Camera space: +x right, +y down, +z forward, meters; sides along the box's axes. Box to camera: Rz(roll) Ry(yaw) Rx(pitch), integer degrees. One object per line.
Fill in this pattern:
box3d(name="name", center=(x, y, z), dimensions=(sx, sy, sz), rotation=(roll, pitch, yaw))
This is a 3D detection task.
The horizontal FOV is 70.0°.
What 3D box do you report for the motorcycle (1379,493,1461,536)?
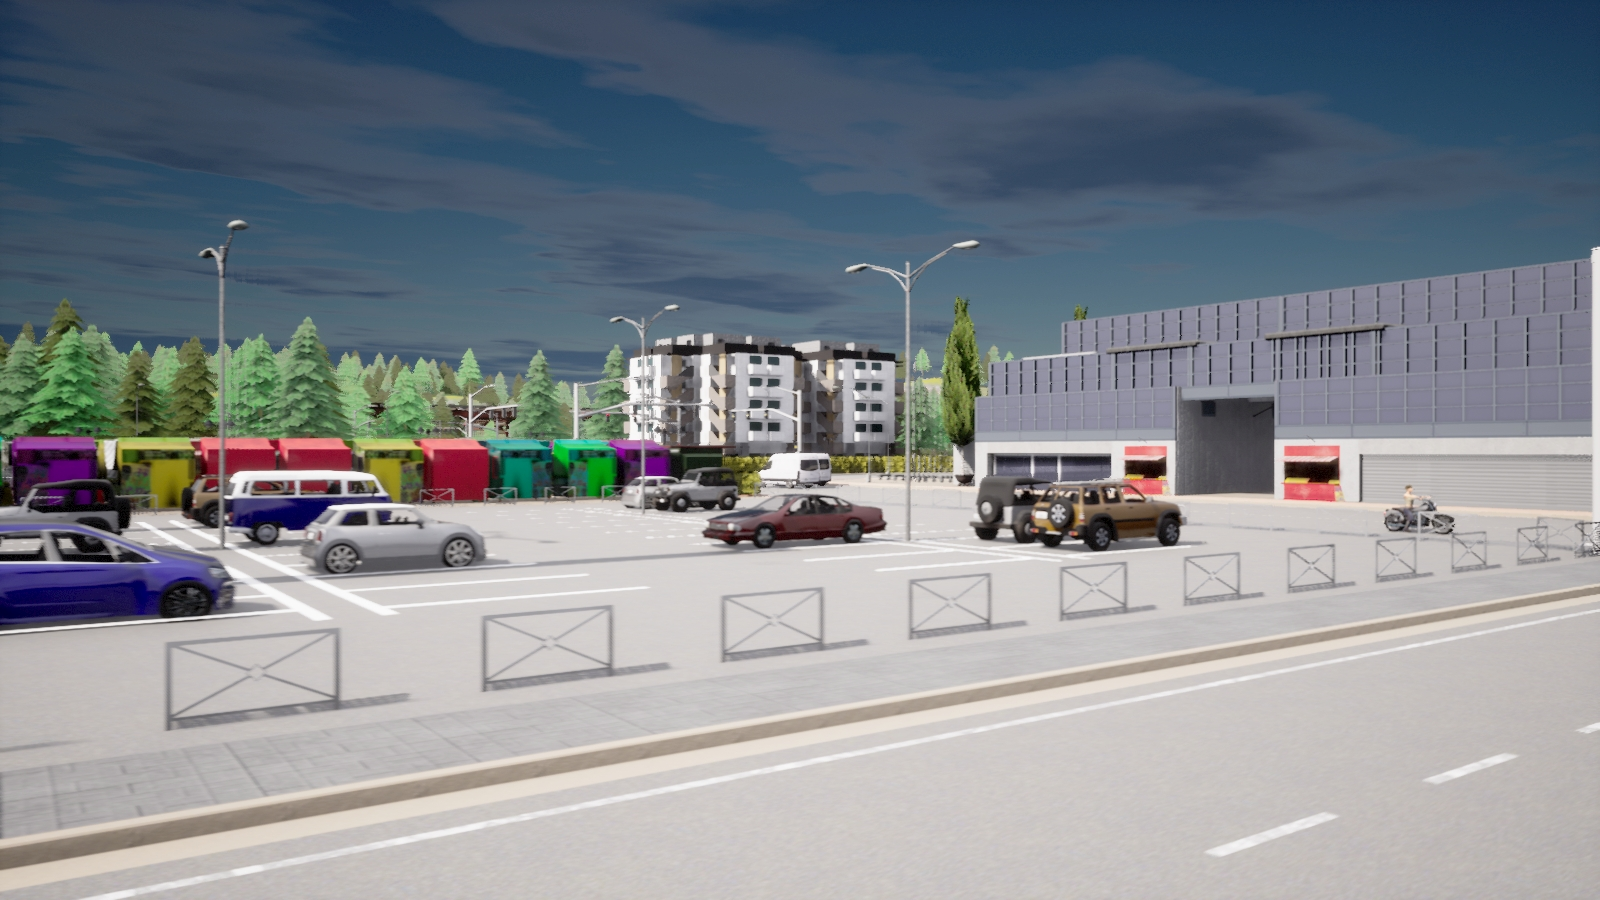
box3d(name="motorcycle", center=(20.771, 2.150, 38.326), dimensions=(0.764, 1.307, 2.356), rotation=(0, 0, -34))
